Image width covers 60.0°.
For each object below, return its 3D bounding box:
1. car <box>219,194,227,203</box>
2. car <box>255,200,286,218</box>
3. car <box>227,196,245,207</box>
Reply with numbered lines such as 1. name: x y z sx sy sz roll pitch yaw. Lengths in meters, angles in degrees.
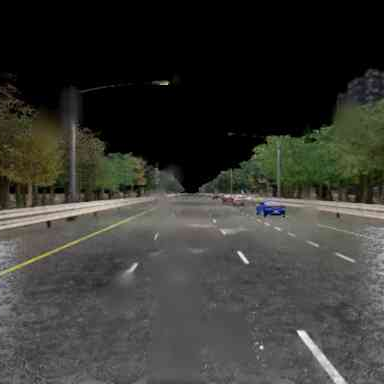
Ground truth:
1. car: 7.197 1.510 69.276 1.882 1.535 5.008 0 0 0
2. car: 7.043 1.509 30.205 1.882 1.535 5.008 0 0 0
3. car: 7.131 1.552 53.252 1.812 1.442 4.674 0 0 0
